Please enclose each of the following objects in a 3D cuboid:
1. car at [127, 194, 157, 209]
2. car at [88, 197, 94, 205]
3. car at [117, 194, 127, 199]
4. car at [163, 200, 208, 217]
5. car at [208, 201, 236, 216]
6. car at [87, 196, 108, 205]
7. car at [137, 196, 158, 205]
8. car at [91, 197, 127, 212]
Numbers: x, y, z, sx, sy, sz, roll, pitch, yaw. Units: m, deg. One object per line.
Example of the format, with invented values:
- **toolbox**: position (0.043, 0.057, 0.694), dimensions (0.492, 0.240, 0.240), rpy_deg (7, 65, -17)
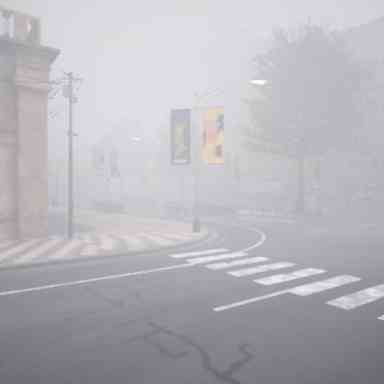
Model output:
- **car**: position (-6.697, 1.360, 45.704), dimensions (2.097, 1.767, 4.553), rpy_deg (0, 0, -35)
- **car**: position (-13.532, 1.606, 49.341), dimensions (1.895, 1.301, 4.718), rpy_deg (0, 0, -35)
- **car**: position (-14.261, 1.198, 70.489), dimensions (2.097, 1.767, 4.553), rpy_deg (0, 0, -35)
- **car**: position (-0.971, 1.508, 31.490), dimensions (1.837, 1.490, 4.892), rpy_deg (0, 1, -35)
- **car**: position (2.185, 1.609, 33.089), dimensions (1.895, 1.301, 4.718), rpy_deg (0, 0, -35)
- **car**: position (-17.458, 1.567, 61.138), dimensions (2.033, 1.411, 5.357), rpy_deg (0, 0, -35)
- **car**: position (-8.277, 1.515, 61.996), dimensions (1.837, 1.490, 4.892), rpy_deg (0, 0, -35)
- **car**: position (-9.515, 1.600, 38.148), dimensions (1.895, 1.301, 4.718), rpy_deg (0, 0, -35)
